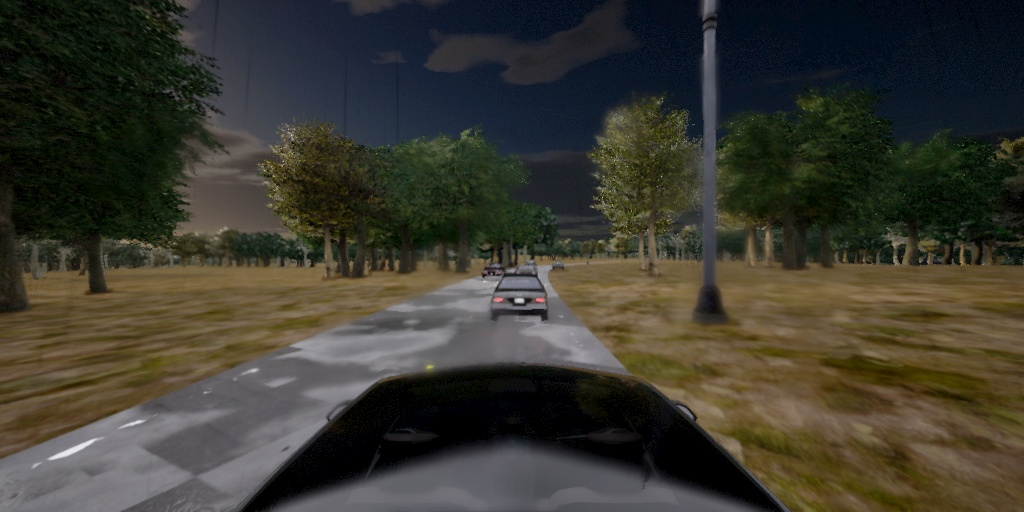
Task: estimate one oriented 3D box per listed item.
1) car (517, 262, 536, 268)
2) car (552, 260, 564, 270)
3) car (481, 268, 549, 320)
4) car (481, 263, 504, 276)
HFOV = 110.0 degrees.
[{"bbox_3d":[1.272,1.424,30.943,1.895,1.301,4.718,0,0,4],"label":"car"},{"bbox_3d":[7.461,1.370,58.035,1.970,1.475,3.806,0,0,8],"label":"car"},{"bbox_3d":[0.289,1.317,12.646,2.033,1.411,5.357,0,0,2],"label":"car"},{"bbox_3d":[-1.667,1.391,34.088,1.994,1.385,4.181,0,0,5],"label":"car"}]
